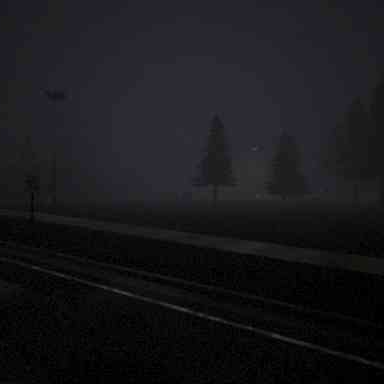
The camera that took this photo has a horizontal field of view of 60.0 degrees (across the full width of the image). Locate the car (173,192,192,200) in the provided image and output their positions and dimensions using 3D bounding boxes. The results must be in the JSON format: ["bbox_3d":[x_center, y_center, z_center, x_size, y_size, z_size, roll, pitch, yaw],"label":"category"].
[{"bbox_3d":[-1.561,0.686,63.070,1.882,1.535,5.008,1,1,35],"label":"car"}]

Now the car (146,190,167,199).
[{"bbox_3d":[-7.182,0.413,67.180,2.097,1.767,4.553,1,1,35],"label":"car"}]
